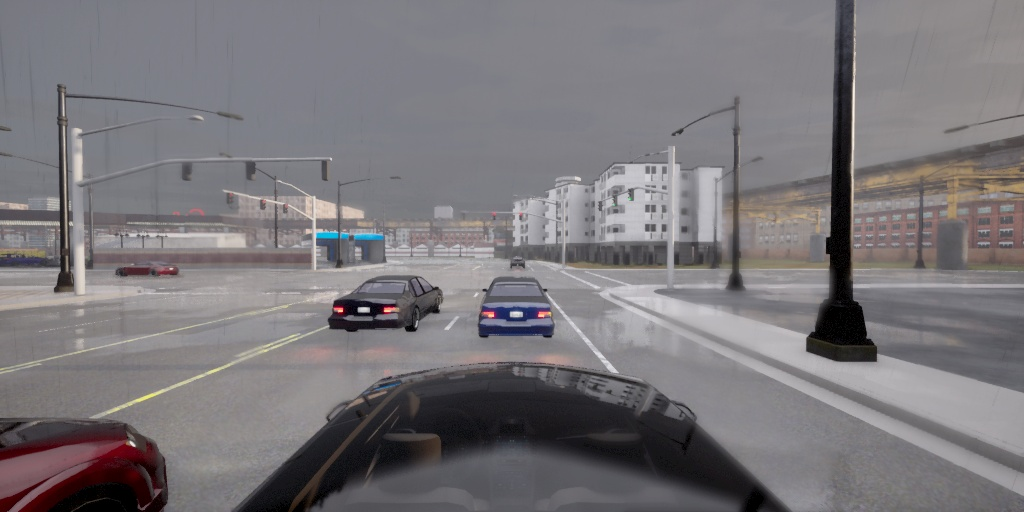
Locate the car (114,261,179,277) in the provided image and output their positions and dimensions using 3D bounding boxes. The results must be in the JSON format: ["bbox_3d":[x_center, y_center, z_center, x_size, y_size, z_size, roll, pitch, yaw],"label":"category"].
[{"bbox_3d":[-31.519,1.083,31.022,4.181,1.385,1.994,0,1,0],"label":"car"}]

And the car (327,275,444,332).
[{"bbox_3d":[-3.405,1.273,10.742,2.033,1.411,5.357,0,0,0],"label":"car"}]

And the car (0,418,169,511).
[{"bbox_3d":[-3.395,1.314,0.746,1.994,1.385,4.181,0,0,0],"label":"car"}]

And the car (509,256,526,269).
[{"bbox_3d":[0.711,0.779,45.705,1.837,1.490,4.892,0,1,0],"label":"car"}]

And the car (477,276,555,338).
[{"bbox_3d":[0.091,1.279,10.140,2.033,1.411,5.357,0,0,0],"label":"car"}]
